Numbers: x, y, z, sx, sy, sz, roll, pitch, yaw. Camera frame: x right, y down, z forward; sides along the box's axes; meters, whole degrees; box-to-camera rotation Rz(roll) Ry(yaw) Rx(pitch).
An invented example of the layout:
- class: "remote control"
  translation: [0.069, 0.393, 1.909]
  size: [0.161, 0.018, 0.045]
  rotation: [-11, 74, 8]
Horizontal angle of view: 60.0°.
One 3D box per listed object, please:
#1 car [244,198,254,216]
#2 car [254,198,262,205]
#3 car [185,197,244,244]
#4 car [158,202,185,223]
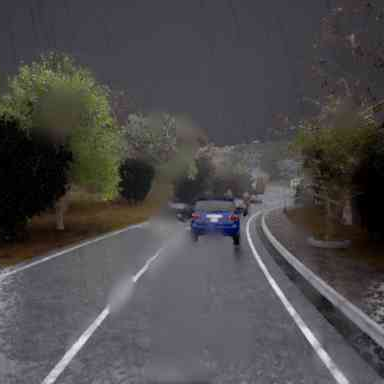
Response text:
- class: "car"
  translation: [4.736, 1.432, 33.719]
  size: [2.097, 1.767, 4.553]
  rotation: [2, 0, 15]
- class: "car"
  translation: [12.360, 1.759, 64.752]
  size: [1.895, 1.301, 4.718]
  rotation: [2, 0, 23]
- class: "car"
  translation: [1.238, 1.245, 16.305]
  size: [2.150, 2.045, 5.566]
  rotation: [1, 0, 7]
- class: "car"
  translation: [-1.019, 1.517, 25.584]
  size: [2.033, 1.411, 5.357]
  rotation: [1, 0, 11]
